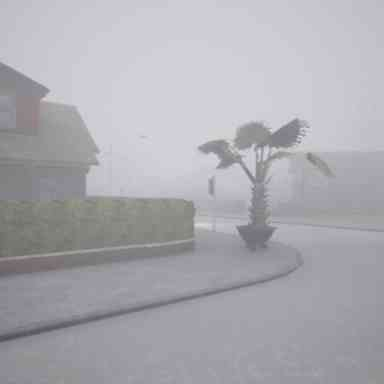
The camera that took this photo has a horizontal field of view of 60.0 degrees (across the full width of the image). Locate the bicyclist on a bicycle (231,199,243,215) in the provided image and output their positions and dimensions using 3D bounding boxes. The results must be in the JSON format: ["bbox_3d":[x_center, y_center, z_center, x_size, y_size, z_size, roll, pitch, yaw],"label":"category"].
[{"bbox_3d":[4.390,1.478,32.522,1.656,1.620,0.582,0,0,-35],"label":"bicyclist on a bicycle"}]
